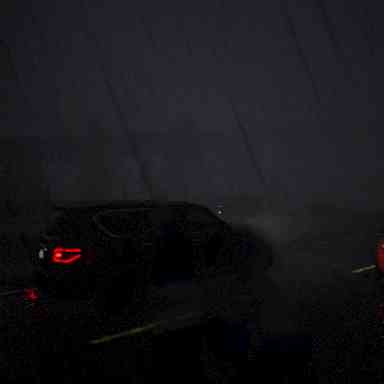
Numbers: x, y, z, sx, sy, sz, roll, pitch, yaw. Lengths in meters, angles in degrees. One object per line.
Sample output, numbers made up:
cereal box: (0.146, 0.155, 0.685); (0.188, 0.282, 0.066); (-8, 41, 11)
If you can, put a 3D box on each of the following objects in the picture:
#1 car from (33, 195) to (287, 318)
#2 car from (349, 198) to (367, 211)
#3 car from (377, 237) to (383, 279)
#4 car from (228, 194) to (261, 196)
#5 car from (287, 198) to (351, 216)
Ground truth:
car: (-0.569, 1.208, 7.639); (5.566, 2.045, 2.150); (0, 0, -36)
car: (14.448, 1.269, 31.370); (4.718, 1.301, 1.895); (-3, 2, -35)
car: (6.799, 1.314, 8.596); (4.553, 1.767, 2.097); (0, 0, -36)
car: (3.693, 1.155, 28.077); (5.566, 2.045, 2.150); (0, 0, -35)
car: (8.488, 1.405, 22.917); (5.008, 1.535, 1.882); (0, 0, -35)
